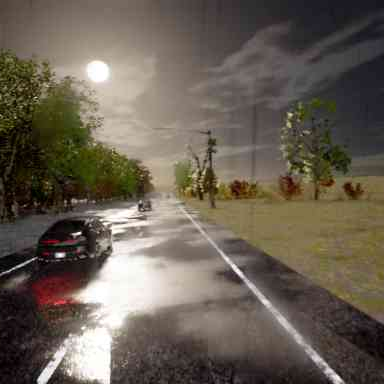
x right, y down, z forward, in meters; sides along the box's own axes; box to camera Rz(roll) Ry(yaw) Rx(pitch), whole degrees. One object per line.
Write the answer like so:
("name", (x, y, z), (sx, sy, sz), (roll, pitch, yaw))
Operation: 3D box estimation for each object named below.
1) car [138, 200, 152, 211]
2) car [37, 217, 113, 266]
("car", (-6.821, 1.850, 48.561), (2.128, 1.511, 4.902), (-3, 0, -4))
("car", (-4.257, 1.714, 12.703), (1.837, 1.490, 4.892), (-3, 0, -4))
